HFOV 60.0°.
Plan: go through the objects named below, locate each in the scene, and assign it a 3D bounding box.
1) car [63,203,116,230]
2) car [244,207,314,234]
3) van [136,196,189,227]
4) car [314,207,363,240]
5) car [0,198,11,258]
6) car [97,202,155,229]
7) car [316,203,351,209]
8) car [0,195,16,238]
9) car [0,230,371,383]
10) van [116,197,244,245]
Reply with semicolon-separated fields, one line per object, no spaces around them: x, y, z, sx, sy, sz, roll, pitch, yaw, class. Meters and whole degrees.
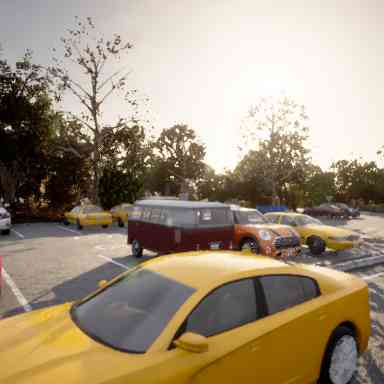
-6.911;1.498;21.642;1.946;1.575;5.366;1;0;-36;car
1.881;1.395;12.665;2.185;1.767;4.553;1;-1;-36;car
-2.305;1.345;24.585;1.878;1.987;4.442;1;-1;-36;van
4.374;1.558;14.193;1.946;1.575;5.366;1;-1;-36;car
-5.603;1.198;7.265;2.435;2.045;5.566;0;0;-36;car
-4.751;1.529;23.196;1.946;1.575;5.366;1;-1;-36;car
14.512;2.114;36.798;2.002;1.452;4.674;2;-1;-36;car
-11.425;1.205;18.129;2.435;2.045;5.566;0;0;-36;car
0.012;1.479;3.690;5.008;1.535;1.882;0;0;-35;car
-0.633;1.265;10.960;1.878;1.987;4.442;1;0;-36;van
